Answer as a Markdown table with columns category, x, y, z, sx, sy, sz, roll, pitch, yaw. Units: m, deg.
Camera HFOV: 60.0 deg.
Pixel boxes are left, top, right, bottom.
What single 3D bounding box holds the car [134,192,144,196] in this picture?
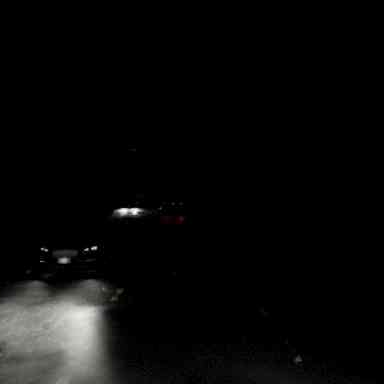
| category | x | y | z | sx | sy | sz | roll | pitch | yaw |
| --- | --- | --- | --- | --- | --- | --- | --- | --- | --- |
| car | -11.264 | 0.785 | 72.073 | 2.097 | 1.767 | 4.553 | -1 | 2 | -19 |

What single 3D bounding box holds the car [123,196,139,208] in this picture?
| category | x | y | z | sx | sy | sz | roll | pitch | yaw |
| --- | --- | --- | --- | --- | --- | --- | --- | --- | --- |
| car | -8.846 | 1.582 | 47.155 | 1.895 | 1.301 | 4.718 | -1 | 1 | -11 |

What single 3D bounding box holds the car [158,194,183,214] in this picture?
| category | x | y | z | sx | sy | sz | roll | pitch | yaw |
| --- | --- | --- | --- | --- | --- | --- | --- | --- | --- |
| car | -2.332 | 1.239 | 35.560 | 2.150 | 2.045 | 5.566 | -1 | 0 | -11 |

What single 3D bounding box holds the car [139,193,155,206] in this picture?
| category | x | y | z | sx | sy | sz | roll | pitch | yaw |
| --- | --- | --- | --- | --- | --- | --- | --- | --- | --- |
| car | -6.973 | 1.416 | 53.584 | 2.033 | 1.411 | 5.357 | -1 | 1 | -11 |

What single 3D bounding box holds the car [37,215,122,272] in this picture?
| category | x | y | z | sx | sy | sz | roll | pitch | yaw |
| --- | --- | --- | --- | --- | --- | --- | --- | --- | --- |
| car | -3.568 | 1.578 | 11.310 | 2.128 | 1.511 | 4.902 | 0 | 0 | -4 |
